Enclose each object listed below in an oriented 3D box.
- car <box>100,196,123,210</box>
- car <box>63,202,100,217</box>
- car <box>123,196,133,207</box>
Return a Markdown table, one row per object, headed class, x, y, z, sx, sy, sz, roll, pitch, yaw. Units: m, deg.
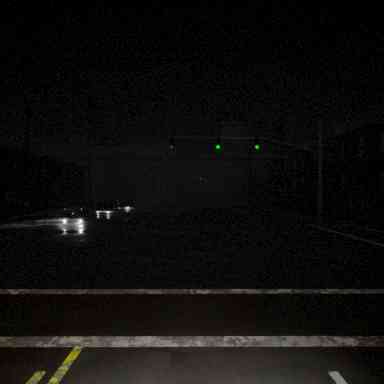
| class | x | y | z | sx | sy | sz | roll | pitch | yaw |
| --- | --- | --- | --- | --- | --- | --- | --- | --- | --- |
| car | -10.588 | 1.547 | 42.151 | 2.033 | 1.411 | 5.357 | 0 | 0 | 0 |
| car | -10.583 | 1.601 | 31.738 | 1.895 | 1.301 | 4.718 | 0 | 0 | 0 |
| car | -10.576 | 1.353 | 52.089 | 2.097 | 1.767 | 4.553 | 0 | 0 | 0 |
